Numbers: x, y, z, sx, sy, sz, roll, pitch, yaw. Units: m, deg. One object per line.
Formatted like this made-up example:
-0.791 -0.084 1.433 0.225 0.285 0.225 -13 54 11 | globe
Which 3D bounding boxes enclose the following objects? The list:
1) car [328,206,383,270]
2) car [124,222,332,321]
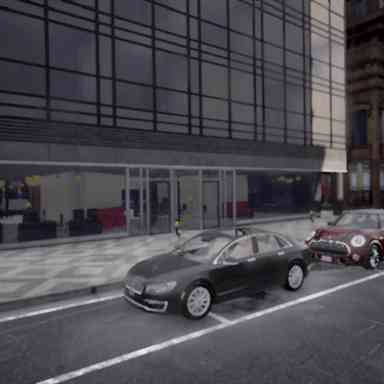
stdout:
5.329 1.283 10.331 4.097 1.590 1.967 -1 0 -35 | car
0.729 1.480 7.054 4.403 1.369 2.008 -1 0 -35 | car
